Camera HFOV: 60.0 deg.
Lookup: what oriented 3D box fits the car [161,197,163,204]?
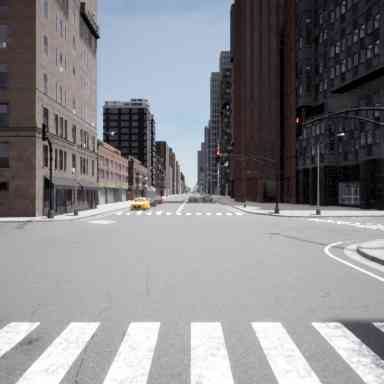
[{"bbox_3d":[-6.464,1.488,61.844,1.882,1.535,5.008,0,0,0],"label":"car"}]

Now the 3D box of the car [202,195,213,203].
[{"bbox_3d":[3.364,1.533,70.943,2.128,1.511,4.902,0,0,0],"label":"car"}]

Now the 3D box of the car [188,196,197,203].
[{"bbox_3d":[0.139,1.527,71.795,2.128,1.511,4.902,0,0,0],"label":"car"}]

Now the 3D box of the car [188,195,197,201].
[{"bbox_3d":[0.132,1.558,82.109,1.994,1.385,4.181,0,0,0],"label":"car"}]

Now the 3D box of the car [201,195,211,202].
[{"bbox_3d":[3.380,1.500,81.363,2.128,1.511,4.902,0,0,0],"label":"car"}]

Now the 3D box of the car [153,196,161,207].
[{"bbox_3d":[-6.501,1.574,51.423,1.994,1.385,4.181,0,0,1],"label":"car"}]

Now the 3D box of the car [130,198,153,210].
[{"bbox_3d":[-6.530,1.486,42.173,1.882,1.535,5.008,0,0,0],"label":"car"}]
